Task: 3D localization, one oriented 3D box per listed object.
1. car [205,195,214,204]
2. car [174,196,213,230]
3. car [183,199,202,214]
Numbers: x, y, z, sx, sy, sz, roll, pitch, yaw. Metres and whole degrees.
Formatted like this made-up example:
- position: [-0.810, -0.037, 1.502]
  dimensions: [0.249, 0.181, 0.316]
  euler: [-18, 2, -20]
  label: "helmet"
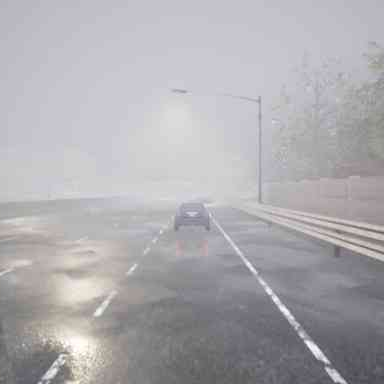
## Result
- position: [2.847, 1.486, 63.693]
  dimensions: [2.097, 1.767, 4.553]
  euler: [2, -1, 14]
  label: "car"
- position: [0.014, 1.366, 21.262]
  dimensions: [2.097, 1.767, 4.553]
  euler: [0, 0, 0]
  label: "car"
- position: [0.028, 1.582, 37.982]
  dimensions: [2.033, 1.411, 5.357]
  euler: [0, 0, 0]
  label: "car"
